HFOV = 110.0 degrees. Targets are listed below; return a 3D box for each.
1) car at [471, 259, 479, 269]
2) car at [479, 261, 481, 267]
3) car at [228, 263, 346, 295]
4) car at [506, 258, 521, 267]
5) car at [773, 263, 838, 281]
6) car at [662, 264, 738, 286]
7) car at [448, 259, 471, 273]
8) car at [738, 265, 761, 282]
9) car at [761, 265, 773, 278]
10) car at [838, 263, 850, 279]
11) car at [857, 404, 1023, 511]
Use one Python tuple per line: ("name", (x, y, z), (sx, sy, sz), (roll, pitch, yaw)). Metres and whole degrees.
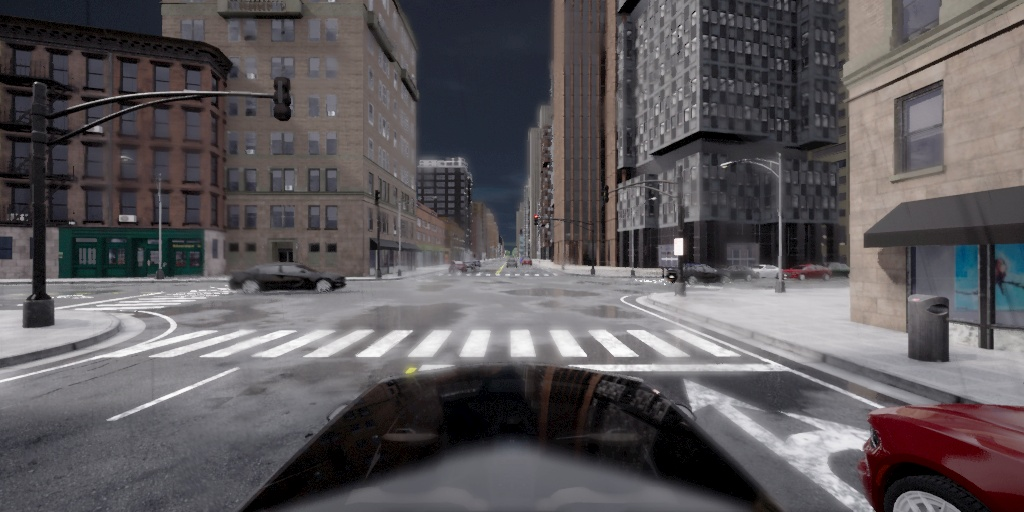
("car", (-6.683, 1.253, 54.670), (2.128, 1.511, 4.902), (0, 0, 0))
("car", (-6.673, 1.326, 64.632), (1.994, 1.385, 4.181), (0, 0, 0))
("car", (-11.097, 1.092, 18.029), (5.008, 1.535, 1.882), (0, 0, -18))
("car", (-0.009, 1.254, 64.134), (2.128, 1.511, 4.902), (0, 0, 0))
("car", (28.330, 1.594, 34.605), (5.008, 1.535, 1.882), (1, 0, -15))
("car", (13.895, 1.394, 26.720), (5.008, 1.535, 1.882), (1, -1, -18))
("car", (-6.672, 1.285, 44.709), (1.812, 1.442, 4.674), (0, 0, 0))
("car", (19.279, 1.515, 32.033), (4.892, 1.490, 1.837), (1, 0, -17))
("car", (26.009, 1.640, 37.346), (4.674, 1.442, 1.812), (1, 0, -15))
("car", (35.018, 1.571, 39.628), (4.553, 1.767, 2.097), (1, 0, -13))
("car", (3.353, 1.228, 0.406), (1.882, 1.535, 5.008), (0, 0, 0))
